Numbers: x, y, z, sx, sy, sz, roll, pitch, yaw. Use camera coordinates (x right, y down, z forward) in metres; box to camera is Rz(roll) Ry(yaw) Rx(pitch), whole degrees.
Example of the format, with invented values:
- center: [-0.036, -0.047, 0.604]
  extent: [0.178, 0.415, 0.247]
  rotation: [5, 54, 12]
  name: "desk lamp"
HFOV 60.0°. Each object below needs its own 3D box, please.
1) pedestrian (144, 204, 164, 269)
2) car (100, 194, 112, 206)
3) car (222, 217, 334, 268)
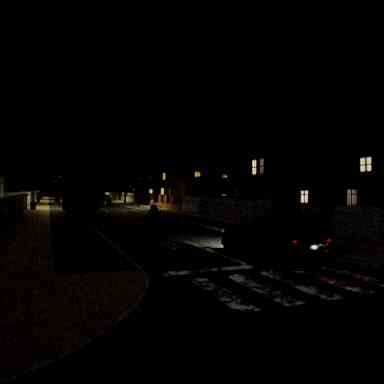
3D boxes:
- center: [-1.007, 1.194, 9.241]
  extent: [0.375, 1.860, 0.375]
  rotation: [3, -2, -23]
  name: "pedestrian"
- center: [-12.427, 1.111, 46.292]
  extent: [1.837, 1.490, 4.892]
  rotation: [1, 0, -23]
  name: "car"
- center: [2.709, 1.537, 11.374]
  extent: [1.994, 1.385, 4.181]
  rotation: [1, 0, -23]
  name: "car"
